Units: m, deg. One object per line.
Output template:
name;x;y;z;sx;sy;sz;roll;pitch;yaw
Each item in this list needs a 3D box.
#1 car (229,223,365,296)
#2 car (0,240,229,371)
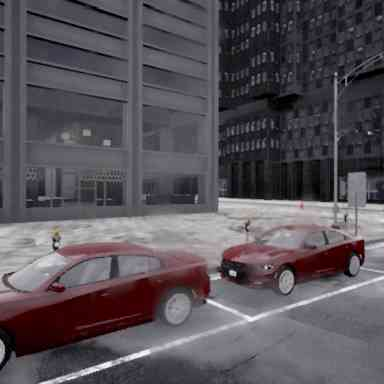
car;2.720;1.541;8.641;4.507;1.381;1.887;0;0;-36
car;-1.763;1.544;5.412;4.507;1.381;1.887;0;0;-36
